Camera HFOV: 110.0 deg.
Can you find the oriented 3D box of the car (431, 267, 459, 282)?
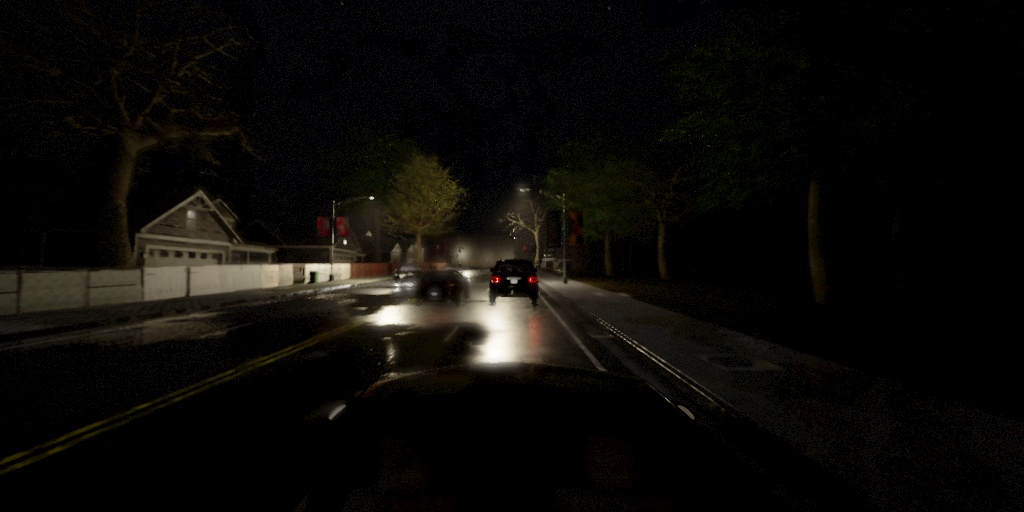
[{"bbox_3d":[-6.574,1.821,35.608,1.895,1.301,4.718,0,-1,0],"label":"car"}]

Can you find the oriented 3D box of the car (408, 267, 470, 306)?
[{"bbox_3d":[-3.153,1.427,17.019,1.882,1.535,5.008,0,-1,0],"label":"car"}]

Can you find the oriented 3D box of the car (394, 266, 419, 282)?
[{"bbox_3d":[-9.829,1.697,34.616,2.128,1.511,4.902,0,-1,0],"label":"car"}]

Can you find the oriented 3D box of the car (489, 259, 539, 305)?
[{"bbox_3d":[0.090,1.179,17.536,2.150,2.045,5.566,0,-1,0],"label":"car"}]
